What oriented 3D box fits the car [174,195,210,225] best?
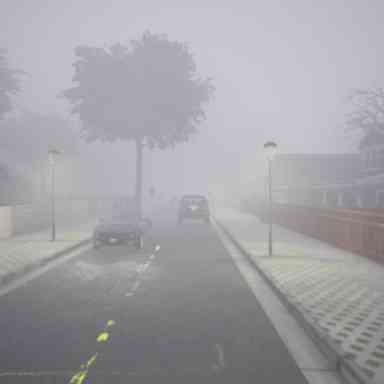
[{"bbox_3d":[0.099,1.232,24.232,2.150,2.045,5.566,0,-1,0],"label":"car"}]

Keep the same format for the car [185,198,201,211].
[{"bbox_3d":[0.096,1.513,41.502,1.882,1.535,5.008,0,0,0],"label":"car"}]

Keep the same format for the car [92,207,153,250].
[{"bbox_3d":[-2.861,1.485,14.596,1.882,1.535,5.008,0,0,0],"label":"car"}]

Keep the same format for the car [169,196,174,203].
[{"bbox_3d":[-2.757,1.272,56.172,1.882,1.535,5.008,0,0,0],"label":"car"}]
